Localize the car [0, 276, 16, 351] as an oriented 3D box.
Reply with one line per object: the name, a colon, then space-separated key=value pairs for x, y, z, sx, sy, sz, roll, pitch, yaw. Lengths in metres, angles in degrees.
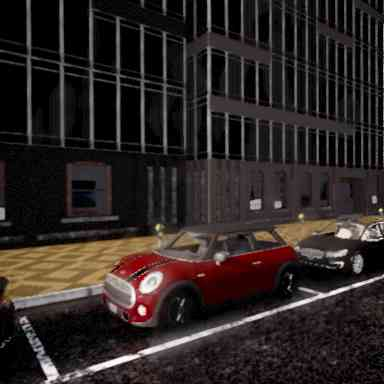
car: x=-4.337 y=1.559 z=3.467 sx=4.403 sy=1.369 sz=2.008 roll=0 pitch=0 yaw=-35

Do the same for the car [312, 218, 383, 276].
car: x=4.933 y=1.500 z=10.076 sx=4.403 sy=1.369 sz=2.008 roll=0 pitch=0 yaw=-35

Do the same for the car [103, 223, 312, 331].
car: x=0.298 y=1.420 z=6.772 sx=4.097 sy=1.590 sz=1.967 roll=0 pitch=0 yaw=-35
